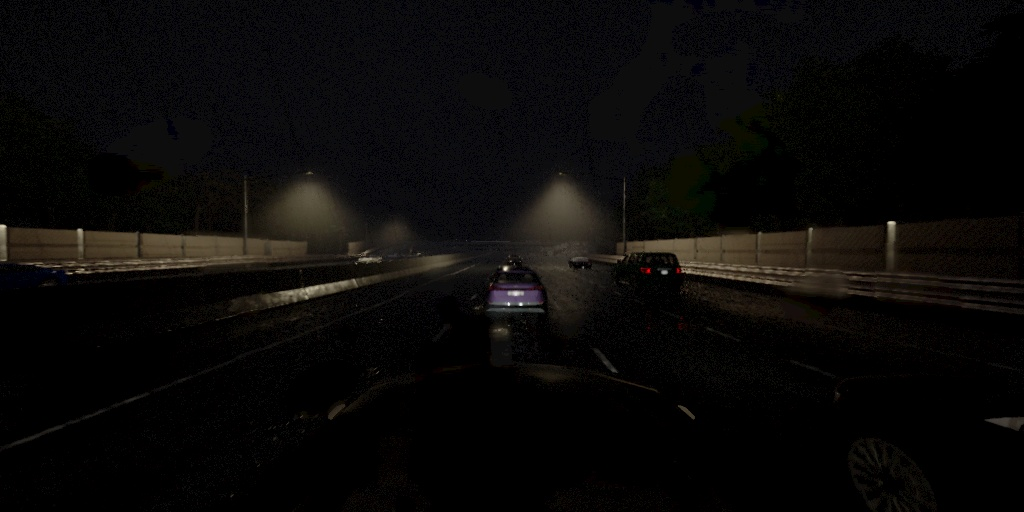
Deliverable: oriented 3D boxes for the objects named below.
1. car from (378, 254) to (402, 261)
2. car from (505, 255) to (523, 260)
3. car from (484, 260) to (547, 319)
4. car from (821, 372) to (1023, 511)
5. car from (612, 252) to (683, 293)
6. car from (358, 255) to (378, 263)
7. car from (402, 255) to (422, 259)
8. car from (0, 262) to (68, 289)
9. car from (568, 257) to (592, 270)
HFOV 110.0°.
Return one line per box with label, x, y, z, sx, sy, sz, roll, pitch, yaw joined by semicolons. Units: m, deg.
car;-17.238;0.442;52.563;2.033;1.411;5.357;0;1;1
car;0.277;0.605;43.108;1.837;1.490;4.892;0;1;0
car;0.113;1.105;12.452;2.033;1.649;4.856;0;1;0
car;3.602;1.244;1.094;2.128;1.511;4.902;0;0;0
car;7.134;0.807;19.421;2.150;2.045;5.566;0;1;0
car;-20.738;0.502;52.598;1.895;1.301;4.718;0;1;1
car;-13.764;0.486;51.335;1.994;1.385;4.181;0;1;1
car;-24.573;1.095;16.914;1.882;1.535;5.008;0;1;0
car;7.240;0.799;38.583;1.895;1.301;4.718;0;1;0
